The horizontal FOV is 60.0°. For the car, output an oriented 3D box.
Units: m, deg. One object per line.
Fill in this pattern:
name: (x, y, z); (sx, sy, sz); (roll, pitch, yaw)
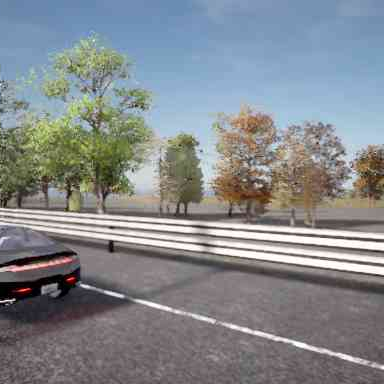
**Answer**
car: (-4.448, 1.475, 7.266); (4.902, 1.511, 2.128); (0, 0, 36)
